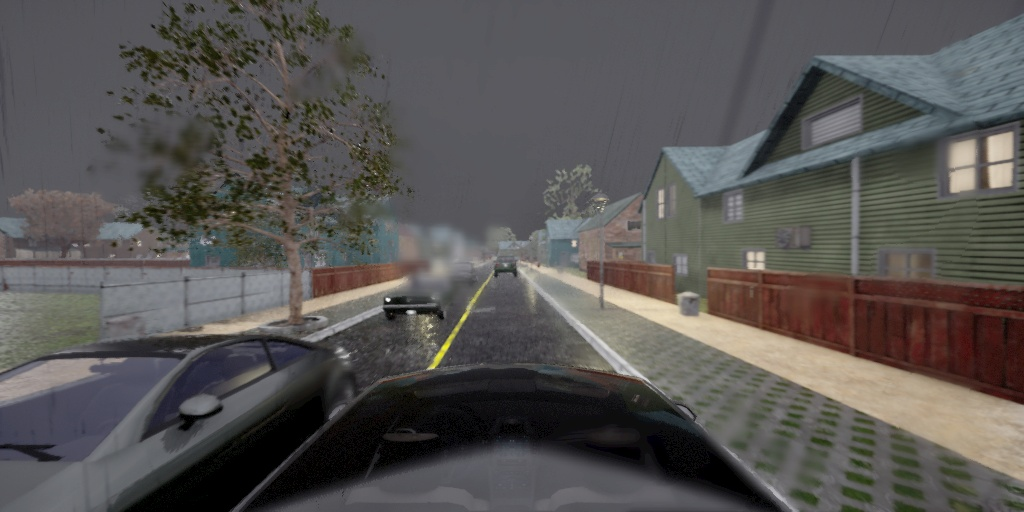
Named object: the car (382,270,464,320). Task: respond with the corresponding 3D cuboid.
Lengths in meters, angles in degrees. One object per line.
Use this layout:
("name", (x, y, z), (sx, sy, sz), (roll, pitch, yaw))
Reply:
("car", (-3.061, 1.380, 12.947), (1.895, 1.301, 4.718), (-1, 0, -1))

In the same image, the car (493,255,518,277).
("car", (-0.619, 0.935, 34.955), (2.150, 2.045, 5.566), (-1, 0, -1))

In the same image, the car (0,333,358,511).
("car", (-2.825, 1.355, 2.642), (1.994, 1.385, 4.181), (-1, 0, -1))

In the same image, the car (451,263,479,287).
("car", (-3.309, 1.273, 24.432), (1.837, 1.490, 4.892), (-1, 0, -1))
